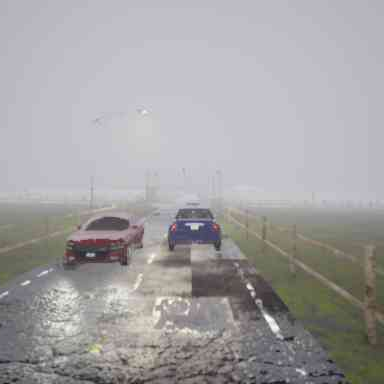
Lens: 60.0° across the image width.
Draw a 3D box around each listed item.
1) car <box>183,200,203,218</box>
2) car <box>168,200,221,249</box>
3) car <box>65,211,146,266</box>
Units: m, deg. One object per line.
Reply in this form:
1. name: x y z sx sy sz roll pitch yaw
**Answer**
1. car: 0.104 1.560 32.362 1.837 1.490 4.892 0 0 0
2. car: 0.101 1.375 14.743 2.097 1.767 4.553 0 0 0
3. car: -2.850 1.496 11.851 1.882 1.535 5.008 0 0 0
